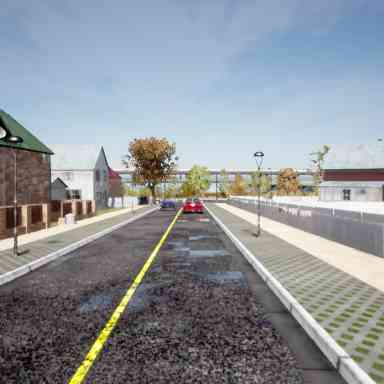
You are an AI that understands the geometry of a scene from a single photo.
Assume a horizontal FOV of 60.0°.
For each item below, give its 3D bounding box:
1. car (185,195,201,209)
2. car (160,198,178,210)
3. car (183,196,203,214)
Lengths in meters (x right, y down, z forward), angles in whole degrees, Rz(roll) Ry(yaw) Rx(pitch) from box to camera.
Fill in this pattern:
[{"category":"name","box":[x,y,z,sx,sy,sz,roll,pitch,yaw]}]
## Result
[{"category":"car","box":[0.097,1.353,45.108,2.097,1.767,4.553,0,0,0]},{"category":"car","box":[-2.753,1.397,39.917,1.895,1.301,4.718,0,0,0]},{"category":"car","box":[0.095,1.345,35.347,2.097,1.767,4.553,0,0,0]}]
